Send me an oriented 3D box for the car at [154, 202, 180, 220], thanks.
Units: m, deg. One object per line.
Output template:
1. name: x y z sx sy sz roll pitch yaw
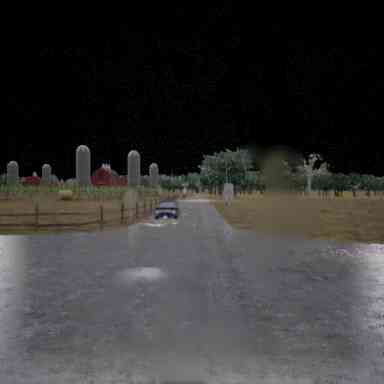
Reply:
1. car: -1.955 1.517 27.873 2.033 1.411 5.357 0 0 2
